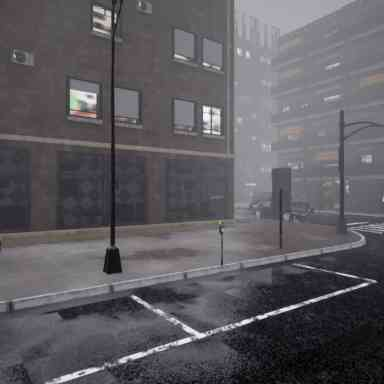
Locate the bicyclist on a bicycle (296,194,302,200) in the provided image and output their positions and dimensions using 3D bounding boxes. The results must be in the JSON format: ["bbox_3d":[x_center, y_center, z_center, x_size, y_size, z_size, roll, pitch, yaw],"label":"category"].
[{"bbox_3d":[11.563,1.011,36.210,1.656,1.620,0.582,0,1,-36],"label":"bicyclist on a bicycle"}]

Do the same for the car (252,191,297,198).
[{"bbox_3d":[7.210,0.986,27.335,2.150,2.045,5.566,0,1,-36],"label":"car"}]

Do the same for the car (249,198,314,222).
[{"bbox_3d":[6.298,1.342,24.197,2.008,1.369,4.403,1,0,-36],"label":"car"}]
